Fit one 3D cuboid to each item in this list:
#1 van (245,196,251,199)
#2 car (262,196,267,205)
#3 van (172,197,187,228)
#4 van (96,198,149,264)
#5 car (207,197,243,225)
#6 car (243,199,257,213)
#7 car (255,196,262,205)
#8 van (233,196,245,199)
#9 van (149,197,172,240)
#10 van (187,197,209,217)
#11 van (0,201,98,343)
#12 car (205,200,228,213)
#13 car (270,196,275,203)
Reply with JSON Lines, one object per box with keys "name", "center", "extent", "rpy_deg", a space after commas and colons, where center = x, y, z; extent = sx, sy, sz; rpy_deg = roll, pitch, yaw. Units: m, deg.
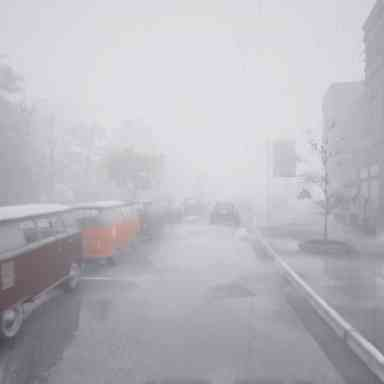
{"name": "van", "center": [10.500, 1.840, 64.710], "extent": [1.878, 1.987, 4.442], "rpy_deg": [-1, 0, 19]}
{"name": "car", "center": [14.958, 2.170, 75.874], "extent": [2.231, 1.521, 4.892], "rpy_deg": [-1, 0, 20]}
{"name": "van", "center": [-1.782, 1.388, 23.118], "extent": [1.878, 1.987, 4.442], "rpy_deg": [-2, 0, 7]}
{"name": "van", "center": [-3.125, 1.301, 12.030], "extent": [1.878, 1.987, 4.442], "rpy_deg": [-2, 0, 6]}
{"name": "car", "center": [2.670, 1.499, 25.802], "extent": [2.097, 1.767, 4.553], "rpy_deg": [0, -1, 10]}
{"name": "car", "center": [6.729, 1.891, 42.537], "extent": [1.994, 1.385, 4.181], "rpy_deg": [-1, -1, 16]}
{"name": "car", "center": [12.915, 2.152, 70.755], "extent": [2.163, 1.488, 4.792], "rpy_deg": [-1, 0, 20]}
{"name": "van", "center": [6.954, 1.749, 55.411], "extent": [1.878, 1.987, 4.442], "rpy_deg": [-1, 0, 19]}
{"name": "van", "center": [-2.543, 1.340, 17.591], "extent": [1.878, 1.987, 4.442], "rpy_deg": [-2, 0, 6]}
{"name": "van", "center": [0.406, 1.509, 34.088], "extent": [1.878, 1.987, 4.442], "rpy_deg": [-2, 0, 12]}
{"name": "van", "center": [-3.515, 1.270, 6.449], "extent": [1.878, 1.987, 4.442], "rpy_deg": [-2, 0, 0]}
{"name": "car", "center": [3.349, 1.902, 44.749], "extent": [2.002, 1.452, 4.674], "rpy_deg": [-1, 0, 17]}
{"name": "car", "center": [21.133, 2.374, 91.342], "extent": [2.002, 1.452, 4.674], "rpy_deg": [-1, -1, 22]}
